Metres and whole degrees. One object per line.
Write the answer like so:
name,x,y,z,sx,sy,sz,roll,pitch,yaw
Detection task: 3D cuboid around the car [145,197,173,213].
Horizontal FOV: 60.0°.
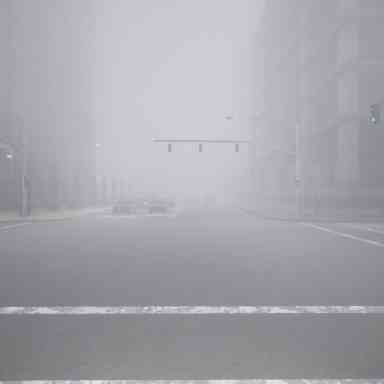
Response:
car,-3.595,1.547,37.082,2.033,1.411,5.357,0,0,0

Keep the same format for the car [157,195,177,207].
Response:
car,-3.591,1.477,48.200,1.882,1.535,5.008,0,0,0

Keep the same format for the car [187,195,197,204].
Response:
car,0.009,1.491,64.309,2.128,1.511,4.902,0,0,0

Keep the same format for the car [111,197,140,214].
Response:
car,-7.095,1.505,34.913,1.837,1.490,4.892,0,0,0

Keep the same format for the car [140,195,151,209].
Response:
car,-7.091,1.504,44.317,1.837,1.490,4.892,0,0,0

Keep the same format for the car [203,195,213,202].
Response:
car,3.511,1.507,73.695,1.812,1.442,4.674,0,0,0

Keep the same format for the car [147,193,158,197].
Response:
car,-7.073,1.210,58.571,2.150,2.045,5.566,0,1,0

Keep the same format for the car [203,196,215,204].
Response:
car,3.510,1.491,64.620,2.128,1.511,4.902,0,0,0

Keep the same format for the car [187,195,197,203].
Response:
car,0.011,1.508,73.696,2.128,1.511,4.902,0,0,0
